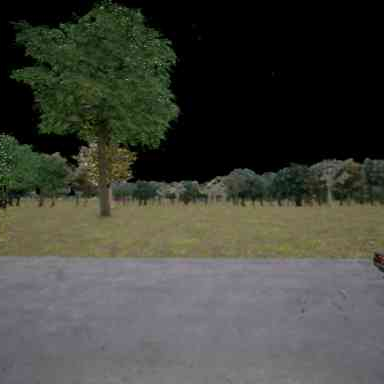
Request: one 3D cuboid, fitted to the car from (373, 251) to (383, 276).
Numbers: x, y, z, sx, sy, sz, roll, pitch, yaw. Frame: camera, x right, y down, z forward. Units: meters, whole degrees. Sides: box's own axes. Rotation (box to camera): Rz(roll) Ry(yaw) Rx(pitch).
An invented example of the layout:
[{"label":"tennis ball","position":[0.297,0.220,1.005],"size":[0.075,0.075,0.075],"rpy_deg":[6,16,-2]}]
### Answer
[{"label":"car","position":[6.358,1.487,6.471],"size":[4.718,1.301,1.895],"rpy_deg":[-1,-2,6]}]
